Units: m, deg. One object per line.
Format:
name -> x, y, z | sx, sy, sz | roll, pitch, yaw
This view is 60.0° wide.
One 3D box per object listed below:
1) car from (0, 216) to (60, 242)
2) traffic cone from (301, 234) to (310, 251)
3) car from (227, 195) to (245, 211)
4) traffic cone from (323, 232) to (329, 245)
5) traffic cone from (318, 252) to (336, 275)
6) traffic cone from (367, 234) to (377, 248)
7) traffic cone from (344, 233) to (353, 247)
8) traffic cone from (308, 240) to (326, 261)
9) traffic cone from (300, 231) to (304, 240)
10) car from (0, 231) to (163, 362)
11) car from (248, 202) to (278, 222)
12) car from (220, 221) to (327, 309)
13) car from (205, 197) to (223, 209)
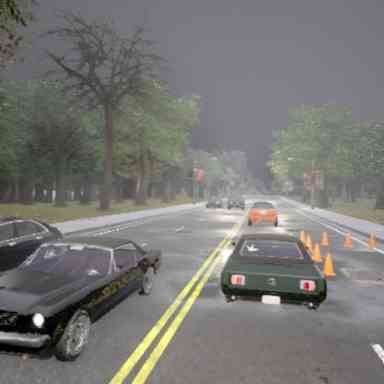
car -> -5.003, 1.379, 7.920 | 1.837, 1.490, 4.892 | 2, 0, 11
traffic cone -> 4.777, 2.107, 13.627 | 0.340, 0.580, 0.340 | 2, 0, 11
car -> 6.038, 1.414, 45.251 | 2.150, 2.045, 5.566 | 2, 0, 12
traffic cone -> 6.154, 2.147, 15.389 | 0.340, 0.580, 0.340 | 2, 0, 11
traffic cone -> 3.982, 2.081, 9.707 | 0.340, 0.580, 0.340 | 2, 0, 11
traffic cone -> 8.113, 2.200, 14.992 | 0.340, 0.580, 0.340 | 2, 0, 11
traffic cone -> 7.133, 2.174, 15.190 | 0.340, 0.580, 0.340 | 2, 0, 11
traffic cone -> 4.380, 2.094, 11.667 | 0.340, 0.580, 0.340 | 2, 0, 11
traffic cone -> 5.174, 2.120, 15.588 | 0.340, 0.580, 0.340 | 2, 0, 11
car -> -2.062, 1.554, 6.083 | 1.895, 1.301, 4.718 | 2, 0, 11
car -> 5.421, 1.527, 25.453 | 2.097, 1.767, 4.553 | 2, 0, 12
car -> 1.874, 1.666, 8.144 | 1.895, 1.301, 4.718 | 2, 0, 11
car -> 3.263, 1.468, 47.818 | 2.097, 1.767, 4.553 | 2, 0, 12
